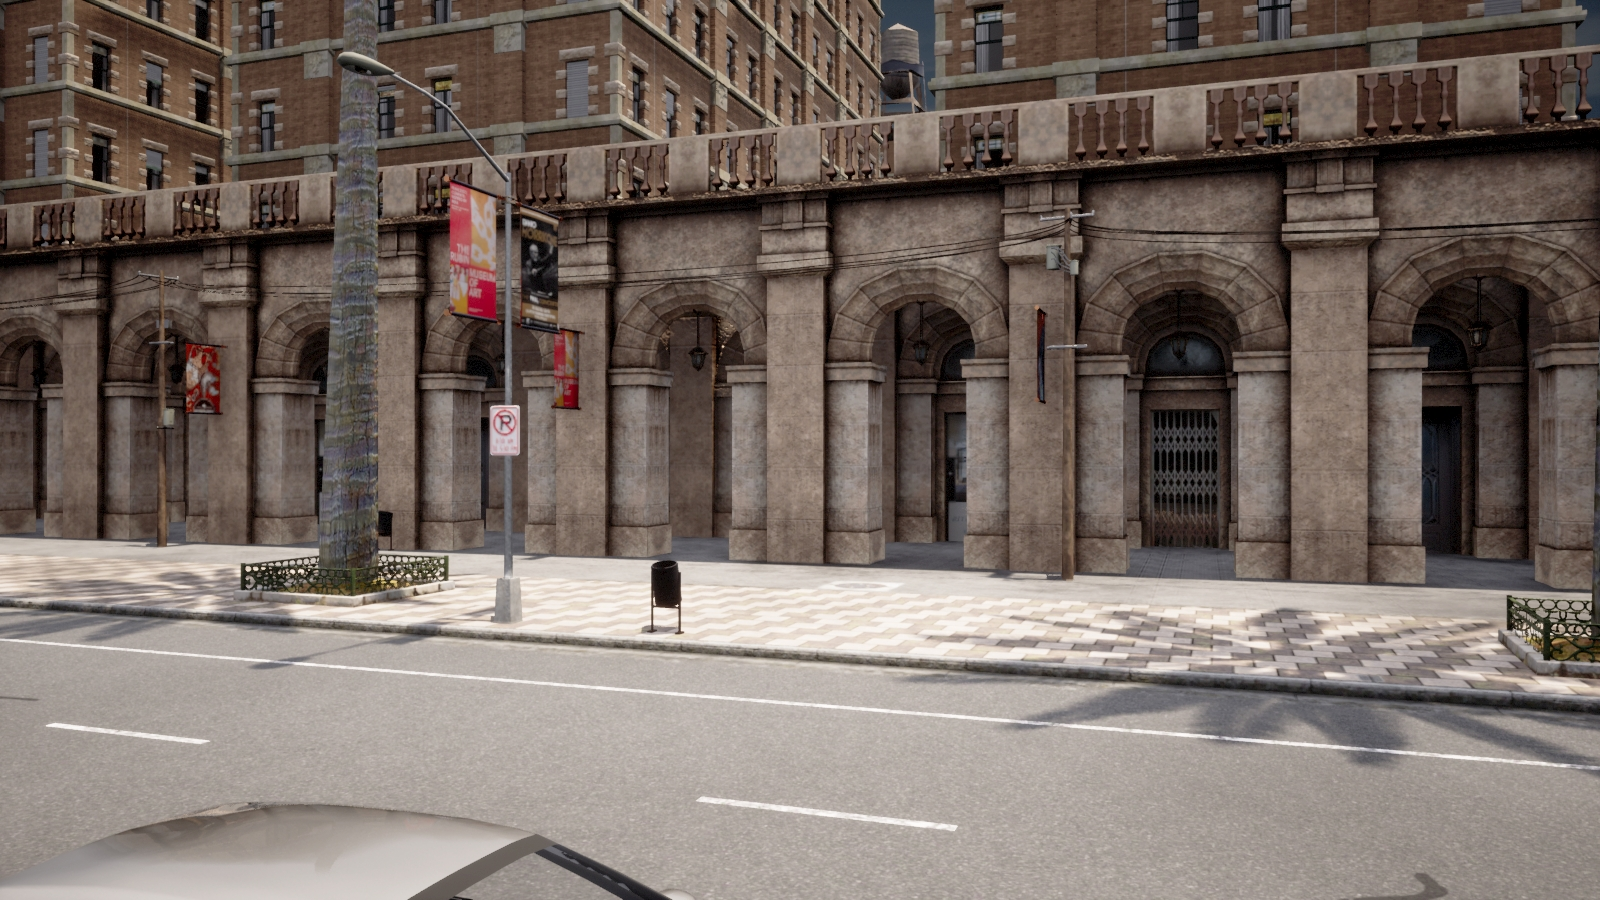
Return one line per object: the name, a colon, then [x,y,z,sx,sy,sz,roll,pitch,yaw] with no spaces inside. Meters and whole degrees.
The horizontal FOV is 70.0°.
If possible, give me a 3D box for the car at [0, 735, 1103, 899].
car: [-1.248,2.067,3.754,4.193,1.474,1.816,0,0,20]
